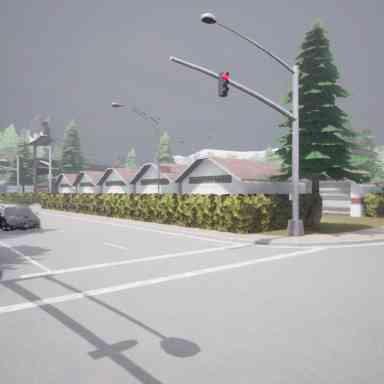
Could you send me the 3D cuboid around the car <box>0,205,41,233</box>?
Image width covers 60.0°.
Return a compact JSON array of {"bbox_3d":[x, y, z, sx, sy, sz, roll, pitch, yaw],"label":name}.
[{"bbox_3d":[-10.599,1.564,20.096,1.837,1.490,4.892,0,2,-40],"label":"car"}]
